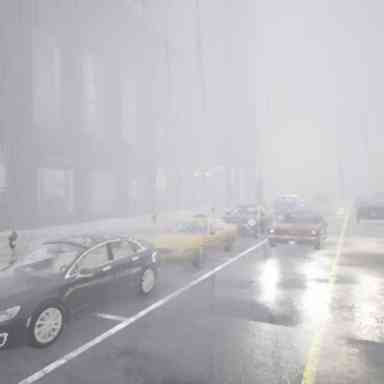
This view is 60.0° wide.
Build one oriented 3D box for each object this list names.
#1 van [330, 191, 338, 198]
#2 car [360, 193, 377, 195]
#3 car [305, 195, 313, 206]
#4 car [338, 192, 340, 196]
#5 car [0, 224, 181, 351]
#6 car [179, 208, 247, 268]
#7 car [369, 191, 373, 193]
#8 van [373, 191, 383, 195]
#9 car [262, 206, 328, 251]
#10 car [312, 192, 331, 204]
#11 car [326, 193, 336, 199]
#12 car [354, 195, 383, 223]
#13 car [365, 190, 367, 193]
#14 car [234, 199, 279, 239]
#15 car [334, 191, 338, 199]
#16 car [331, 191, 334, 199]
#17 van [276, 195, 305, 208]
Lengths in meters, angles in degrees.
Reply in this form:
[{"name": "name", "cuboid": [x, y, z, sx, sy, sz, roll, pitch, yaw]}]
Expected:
[{"name": "van", "cuboid": [37.254, 0.547, 87.408, 1.690, 1.788, 3.998, 0, 0, 26]}, {"name": "car", "cuboid": [19.641, 1.168, 37.889, 1.994, 1.385, 4.181, 0, 0, 26]}, {"name": "car", "cuboid": [10.057, 1.259, 31.507, 1.752, 1.417, 4.829, 0, 0, 26]}, {"name": "car", "cuboid": [34.789, 0.801, 82.340, 2.008, 1.369, 4.403, 0, 0, 26]}, {"name": "car", "cuboid": [-2.198, 1.541, 6.320, 2.008, 1.369, 4.403, 0, 0, 26]}, {"name": "car", "cuboid": [0.194, 1.466, 11.235, 1.752, 1.417, 4.829, 0, 0, 26]}, {"name": "car", "cuboid": [30.131, 0.740, 53.283, 2.192, 1.841, 5.009, 0, 0, 26]}, {"name": "van", "cuboid": [27.665, 0.815, 48.215, 1.690, 1.788, 3.998, 0, 0, 26]}, {"name": "car", "cuboid": [4.525, 1.483, 13.829, 1.895, 1.301, 4.718, 0, 0, 26]}, {"name": "car", "cuboid": [19.993, 0.847, 51.931, 2.192, 1.841, 5.009, 0, 0, 26]}, {"name": "car", "cuboid": [32.324, 0.878, 77.273, 1.802, 1.307, 4.206, 0, 0, 26]}, {"name": "car", "cuboid": [12.377, 1.233, 22.923, 1.882, 1.535, 5.008, 0, 0, 26]}, {"name": "car", "cuboid": [39.995, 0.678, 73.556, 1.967, 1.590, 4.097, 0, 0, 26]}, {"name": "car", "cuboid": [2.733, 1.327, 16.456, 1.967, 1.590, 4.097, 0, 0, 26]}, {"name": "car", "cuboid": [29.858, 0.893, 72.204, 2.008, 1.369, 4.403, 0, 0, 26]}, {"name": "car", "cuboid": [24.926, 0.980, 62.069, 1.887, 1.381, 4.507, 0, 0, 26]}, {"name": "van", "cuboid": [7.664, 1.124, 26.591, 1.690, 1.788, 3.998, 0, 0, 26]}]
